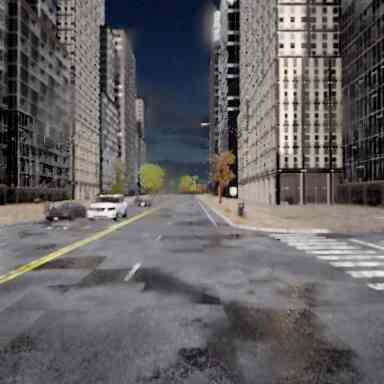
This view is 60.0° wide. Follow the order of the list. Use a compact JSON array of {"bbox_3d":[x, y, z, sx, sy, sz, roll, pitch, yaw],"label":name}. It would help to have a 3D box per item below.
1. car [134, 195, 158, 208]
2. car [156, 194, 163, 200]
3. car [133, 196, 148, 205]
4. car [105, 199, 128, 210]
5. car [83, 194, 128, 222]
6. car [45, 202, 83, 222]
[{"bbox_3d":[-6.594,1.494,47.175,2.128,1.511,4.902,0,0,0],"label":"car"},{"bbox_3d":[-6.521,1.182,63.111,1.812,1.442,4.674,0,0,0],"label":"car"},{"bbox_3d":[-9.771,1.594,63.106,2.033,1.411,5.357,0,0,0],"label":"car"},{"bbox_3d":[-9.855,1.602,43.881,1.895,1.301,4.718,0,0,0],"label":"car"},{"bbox_3d":[-6.608,1.222,26.689,2.150,2.045,5.566,0,0,0],"label":"car"},{"bbox_3d":[-9.858,1.548,26.769,2.033,1.411,5.357,0,0,0],"label":"car"}]
